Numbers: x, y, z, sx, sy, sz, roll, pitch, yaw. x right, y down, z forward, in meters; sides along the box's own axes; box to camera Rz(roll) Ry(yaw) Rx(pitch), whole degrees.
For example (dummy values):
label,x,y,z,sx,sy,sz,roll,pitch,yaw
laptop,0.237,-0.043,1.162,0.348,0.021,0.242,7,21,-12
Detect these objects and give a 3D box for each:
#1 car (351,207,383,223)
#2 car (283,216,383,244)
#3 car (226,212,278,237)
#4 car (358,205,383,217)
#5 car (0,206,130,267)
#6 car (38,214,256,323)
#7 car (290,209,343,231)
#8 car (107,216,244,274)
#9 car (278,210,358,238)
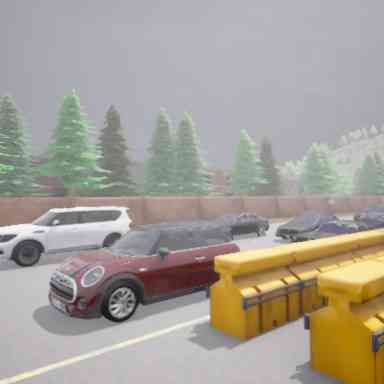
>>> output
label,x,y,z,sx,sy,sz,roll,pitch,yaw
car,17.353,2.153,32.038,4.181,1.385,1.994,0,-2,-39
car,6.050,1.872,13.593,4.718,1.301,1.895,0,-2,-40
car,2.616,1.962,19.840,4.902,1.511,2.128,0,-2,-40
car,14.565,1.806,25.210,4.553,1.767,2.097,0,-2,-40
car,-5.016,1.631,13.503,5.566,2.045,2.150,1,-2,-40
car,-0.865,1.568,7.851,4.553,1.767,2.097,0,-2,-40
car,9.618,2.091,25.647,4.181,1.385,1.994,0,-2,-40
car,-0.474,1.824,12.723,4.902,1.511,2.128,0,-2,-40
car,7.028,1.940,18.958,5.357,1.411,2.033,0,-2,-40
